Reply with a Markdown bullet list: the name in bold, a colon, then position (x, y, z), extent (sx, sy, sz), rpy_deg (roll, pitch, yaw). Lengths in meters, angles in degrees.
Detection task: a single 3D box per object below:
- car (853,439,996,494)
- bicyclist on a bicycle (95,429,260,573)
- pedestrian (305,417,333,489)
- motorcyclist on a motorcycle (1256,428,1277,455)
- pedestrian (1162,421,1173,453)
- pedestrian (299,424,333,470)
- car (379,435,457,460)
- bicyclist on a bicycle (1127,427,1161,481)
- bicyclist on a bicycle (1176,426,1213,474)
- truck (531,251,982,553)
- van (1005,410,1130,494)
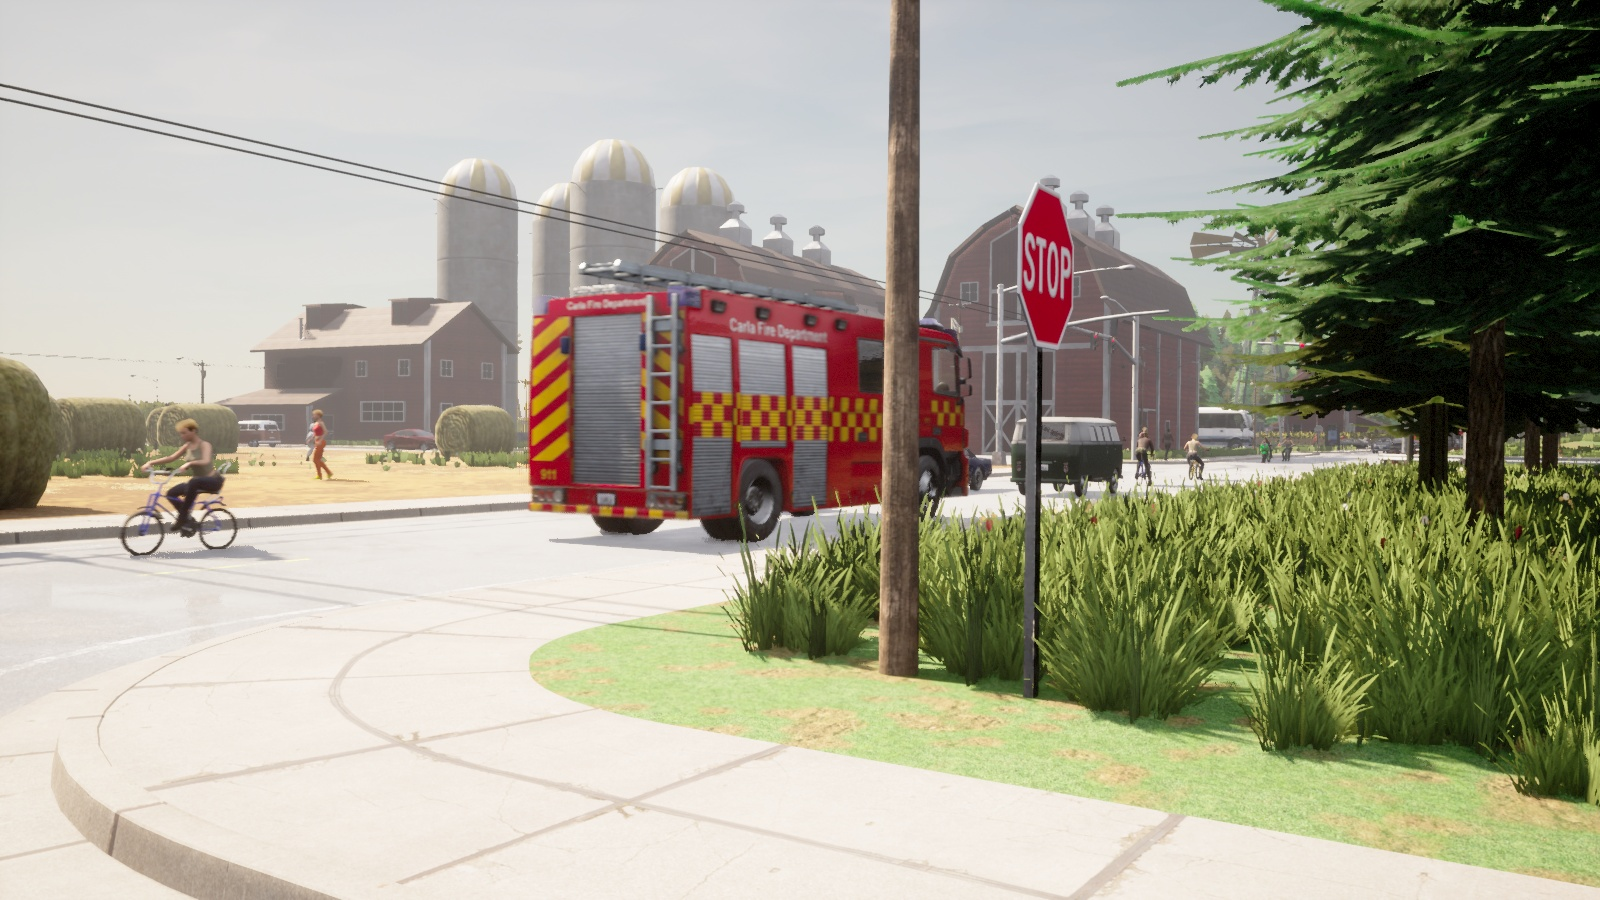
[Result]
- **car**: position (3.359, 0.385, 33.049), extent (1.895, 1.301, 4.718), rpy_deg (0, 1, 31)
- **bicyclist on a bicycle**: position (-7.413, 0.565, 15.010), extent (0.866, 1.612, 1.509), rpy_deg (0, 1, 31)
- **pedestrian**: position (-12.336, 0.064, 32.201), extent (0.594, 1.836, 0.345), rpy_deg (-1, 1, -34)
- **motorcyclist on a motorcycle**: position (26.969, -0.487, 72.584), extent (0.797, 1.523, 2.044), rpy_deg (0, 1, 31)
- **pedestrian**: position (20.427, -0.716, 69.809), extent (0.328, 1.805, 0.869), rpy_deg (0, 1, 34)
- **pedestrian**: position (-19.591, -0.125, 50.828), extent (0.874, 1.855, 0.900), rpy_deg (0, 1, 18)
- **car**: position (-24.901, -0.174, 81.823), extent (5.008, 1.535, 1.882), rpy_deg (0, 1, 30)
- **bicyclist on a bicycle**: position (10.448, 0.104, 38.093), extent (0.582, 1.620, 1.656), rpy_deg (0, 1, 31)
- **bicyclist on a bicycle**: position (13.684, -0.015, 43.524), extent (0.866, 1.612, 1.509), rpy_deg (0, 1, 31)
- **truck**: position (-0.196, -0.673, 20.262), extent (2.891, 3.827, 8.468), rpy_deg (0, 1, 33)
- **van**: position (6.932, 0.016, 32.205), extent (1.775, 1.987, 4.442), rpy_deg (0, 1, 31)
